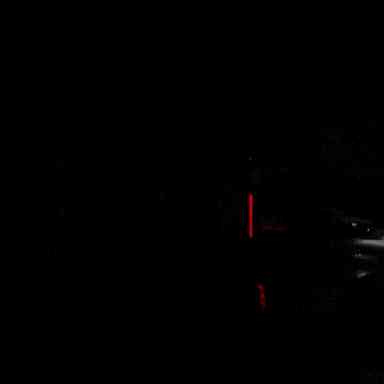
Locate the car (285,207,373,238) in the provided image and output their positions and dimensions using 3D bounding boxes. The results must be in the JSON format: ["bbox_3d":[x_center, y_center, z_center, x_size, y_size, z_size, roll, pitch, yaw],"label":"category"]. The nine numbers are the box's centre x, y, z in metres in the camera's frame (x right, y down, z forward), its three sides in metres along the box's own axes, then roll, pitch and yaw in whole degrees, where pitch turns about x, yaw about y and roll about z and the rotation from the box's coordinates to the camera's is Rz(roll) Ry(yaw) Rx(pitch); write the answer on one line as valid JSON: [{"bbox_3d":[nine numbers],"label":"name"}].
[{"bbox_3d":[7.123,1.523,17.781,1.812,1.442,4.674,0,0,-34],"label":"car"}]
